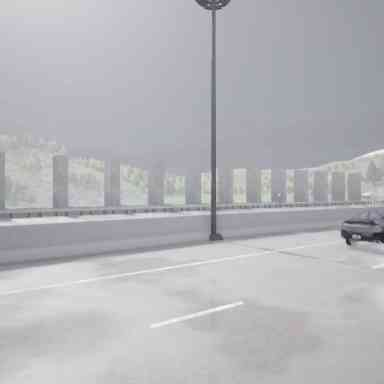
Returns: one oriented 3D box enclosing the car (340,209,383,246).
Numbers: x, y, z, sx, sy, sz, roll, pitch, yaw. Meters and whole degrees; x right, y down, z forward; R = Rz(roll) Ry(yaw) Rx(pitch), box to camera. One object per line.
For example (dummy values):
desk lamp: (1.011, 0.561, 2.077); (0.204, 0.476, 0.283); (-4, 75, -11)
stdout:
car: (8.237, 1.492, 13.978); (4.902, 1.511, 2.128); (0, 0, -35)
